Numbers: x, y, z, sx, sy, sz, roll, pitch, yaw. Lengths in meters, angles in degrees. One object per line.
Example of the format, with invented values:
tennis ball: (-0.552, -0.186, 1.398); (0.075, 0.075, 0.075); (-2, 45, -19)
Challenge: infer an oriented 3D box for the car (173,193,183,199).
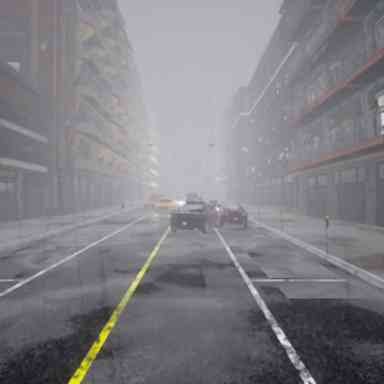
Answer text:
car: (-2.706, 1.099, 75.783); (2.128, 1.511, 4.902); (0, 0, 0)

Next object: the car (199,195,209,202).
car: (2.626, 1.366, 71.806); (1.887, 1.381, 4.507); (1, 0, 0)

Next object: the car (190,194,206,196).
car: (0.846, 1.336, 34.893); (1.801, 1.575, 5.366); (0, 0, 0)

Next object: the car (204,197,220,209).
car: (2.610, 1.405, 44.152); (1.887, 1.381, 4.507); (1, 0, 0)

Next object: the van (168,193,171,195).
van: (-5.255, 1.172, 60.810); (1.690, 1.788, 3.998); (2, 0, 0)

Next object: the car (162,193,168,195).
car: (-5.261, 1.164, 49.751); (2.192, 1.841, 5.009); (2, 0, 0)

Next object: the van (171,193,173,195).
van: (-5.253, 1.167, 66.342); (1.690, 1.788, 3.998); (1, 0, 0)

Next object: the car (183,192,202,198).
car: (0.032, 1.062, 54.445); (2.150, 2.045, 5.566); (0, 0, 0)

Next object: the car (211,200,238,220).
car: (2.601, 1.425, 27.732); (1.752, 1.417, 4.829); (1, 0, 0)

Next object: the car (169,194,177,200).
car: (-5.243, 1.385, 93.995); (1.947, 1.339, 4.313); (1, 0, 0)

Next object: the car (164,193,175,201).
car: (-5.246, 1.134, 77.403); (2.192, 1.841, 5.009); (1, 0, 0)

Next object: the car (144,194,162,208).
car: (-5.270, 1.386, 44.050); (1.752, 1.417, 4.829); (2, 0, 0)

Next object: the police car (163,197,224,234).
police car: (0.287, 1.351, 19.080); (1.930, 1.638, 5.238); (0, 0, 15)

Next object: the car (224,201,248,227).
car: (2.598, 1.461, 22.030); (1.887, 1.381, 4.507); (1, 0, 0)

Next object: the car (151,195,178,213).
car: (-2.825, 1.357, 35.339); (1.882, 1.535, 5.008); (0, 0, 0)

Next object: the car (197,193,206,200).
car: (2.606, 1.132, 88.399); (2.192, 1.841, 5.009); (1, 0, 0)

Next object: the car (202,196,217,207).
car: (2.613, 1.400, 49.684); (2.008, 1.369, 4.403); (1, 0, 0)

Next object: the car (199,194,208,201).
car: (2.639, 1.259, 77.338); (1.967, 1.590, 4.097); (1, 0, 0)

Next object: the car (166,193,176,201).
car: (-5.243, 1.133, 82.932); (2.192, 1.841, 5.009); (1, 0, 0)
